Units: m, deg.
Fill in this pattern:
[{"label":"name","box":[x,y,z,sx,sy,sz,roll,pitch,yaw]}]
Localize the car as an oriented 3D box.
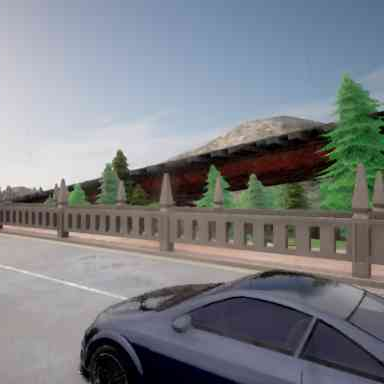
[{"label":"car","box":[0.748,1.566,3.460,4.181,1.385,1.994,0,0,36]}]
